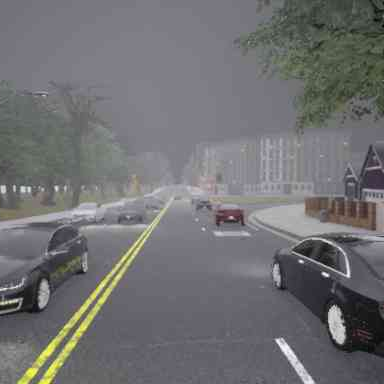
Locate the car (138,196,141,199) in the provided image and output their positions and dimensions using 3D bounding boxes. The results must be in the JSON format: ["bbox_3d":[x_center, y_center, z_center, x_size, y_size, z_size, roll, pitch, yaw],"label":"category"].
[{"bbox_3d":[-9.205,1.518,60.287,1.837,1.490,4.892,0,0,-2],"label":"car"}]

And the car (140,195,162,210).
[{"bbox_3d":[-5.245,1.539,42.852,1.837,1.490,4.892,0,0,-2],"label":"car"}]

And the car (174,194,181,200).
[{"bbox_3d":[-3.788,1.355,87.513,2.033,1.411,5.357,0,1,-2],"label":"car"}]

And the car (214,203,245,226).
[{"bbox_3d":[2.630,1.514,24.022,1.882,1.535,5.008,0,0,2],"label":"car"}]

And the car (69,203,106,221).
[{"bbox_3d":[-7.741,1.542,25.000,1.812,1.442,4.674,0,0,-2],"label":"car"}]

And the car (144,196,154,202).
[{"bbox_3d":[-9.782,1.516,75.448,1.895,1.301,4.718,0,0,-2],"label":"car"}]

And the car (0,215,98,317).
[{"bbox_3d":[-3.753,1.510,7.680,1.837,1.490,4.892,0,0,-2],"label":"car"}]

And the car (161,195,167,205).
[{"bbox_3d":[-5.931,1.495,59.648,1.882,1.535,5.008,0,0,-2],"label":"car"}]

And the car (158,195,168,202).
[{"bbox_3d":[-6.511,1.455,75.022,2.128,1.511,4.902,0,0,-2],"label":"car"}]

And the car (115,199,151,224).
[{"bbox_3d":[-4.509,1.527,25.484,1.837,1.490,4.892,0,0,-2],"label":"car"}]

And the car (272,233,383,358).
[{"bbox_3d":[2.916,1.519,6.185,1.837,1.490,4.892,0,1,-2],"label":"car"}]

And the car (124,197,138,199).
[{"bbox_3d":[-8.482,1.555,42.467,1.812,1.442,4.674,0,0,-2],"label":"car"}]

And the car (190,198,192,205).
[{"bbox_3d":[0.765,1.556,59.223,1.812,1.442,4.674,0,0,-2],"label":"car"}]

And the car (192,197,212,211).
[{"bbox_3d":[1.412,1.541,41.553,1.837,1.490,4.892,0,0,-2],"label":"car"}]
